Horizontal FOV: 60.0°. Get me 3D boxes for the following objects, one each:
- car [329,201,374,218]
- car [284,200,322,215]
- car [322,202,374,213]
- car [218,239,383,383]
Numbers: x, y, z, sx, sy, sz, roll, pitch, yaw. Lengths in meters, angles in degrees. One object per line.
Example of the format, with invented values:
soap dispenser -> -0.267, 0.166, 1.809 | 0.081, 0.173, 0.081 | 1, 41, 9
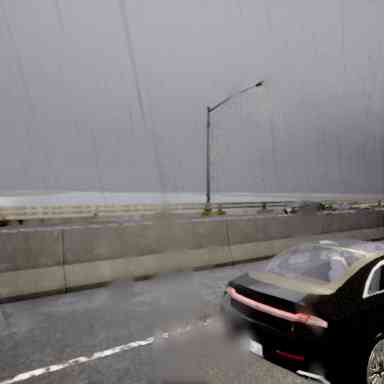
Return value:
car -> 14.910, 1.611, 31.036 | 4.181, 1.385, 1.994 | 0, 0, -35
car -> 11.107, 1.532, 32.657 | 4.902, 1.511, 2.128 | 0, 0, -35
car -> 12.123, 1.640, 24.839 | 4.718, 1.301, 1.895 | 0, 0, -35
car -> 2.647, 1.499, 5.100 | 4.902, 1.511, 2.128 | 0, 0, -35
